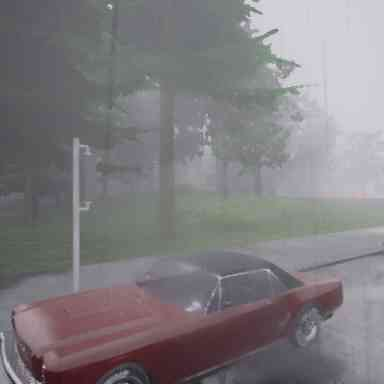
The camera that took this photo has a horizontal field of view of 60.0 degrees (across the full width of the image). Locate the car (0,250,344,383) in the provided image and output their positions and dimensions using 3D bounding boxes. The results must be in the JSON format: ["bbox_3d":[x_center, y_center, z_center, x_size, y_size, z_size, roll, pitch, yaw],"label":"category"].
[{"bbox_3d":[0.045,1.601,4.672,4.718,1.301,1.895,0,0,-37],"label":"car"}]
